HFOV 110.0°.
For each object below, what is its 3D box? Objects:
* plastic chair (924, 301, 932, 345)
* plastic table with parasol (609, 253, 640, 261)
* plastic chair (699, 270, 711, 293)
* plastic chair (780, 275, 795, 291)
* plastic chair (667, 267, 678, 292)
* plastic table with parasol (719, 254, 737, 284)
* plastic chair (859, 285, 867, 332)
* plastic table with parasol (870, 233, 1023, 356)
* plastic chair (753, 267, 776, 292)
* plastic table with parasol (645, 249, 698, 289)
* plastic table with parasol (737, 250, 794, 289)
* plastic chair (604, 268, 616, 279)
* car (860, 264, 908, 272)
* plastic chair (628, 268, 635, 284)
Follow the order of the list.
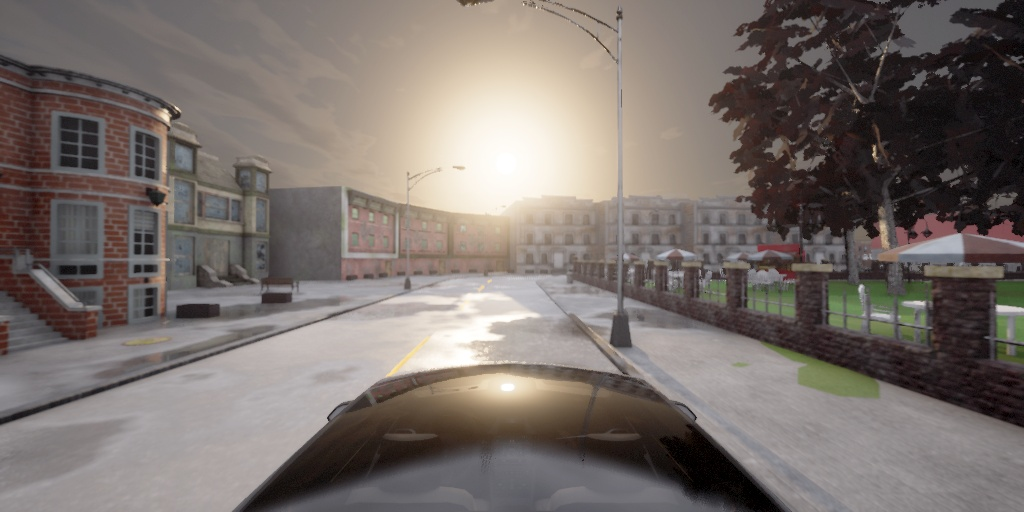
[{"bbox_3d":[8.613,1.352,6.951,0.730,1.272,0.750,0,0,-40],"label":"plastic chair"},{"bbox_3d":[9.262,1.005,29.479,2.482,2.480,2.482,0,0,0],"label":"plastic table with parasol"},{"bbox_3d":[10.995,1.452,20.769,0.750,1.272,0.730,0,0,-32],"label":"plastic chair"},{"bbox_3d":[16.683,1.448,21.345,0.750,1.272,0.730,0,0,-38],"label":"plastic chair"},{"bbox_3d":[9.064,1.457,21.059,0.730,1.272,0.750,0,0,-40],"label":"plastic chair"},{"bbox_3d":[17.439,0.981,27.057,2.482,2.480,2.482,0,0,-40],"label":"plastic table with parasol"},{"bbox_3d":[8.908,1.354,8.701,0.750,1.272,0.730,0,0,-40],"label":"plastic chair"},{"bbox_3d":[9.644,0.758,7.694,2.482,2.480,2.482,0,0,-40],"label":"plastic table with parasol"},{"bbox_3d":[15.145,1.488,21.507,0.730,1.272,0.750,0,0,-39],"label":"plastic chair"},{"bbox_3d":[10.050,0.826,21.783,2.482,2.480,2.482,0,0,-38],"label":"plastic table with parasol"},{"bbox_3d":[15.981,0.874,22.240,2.482,2.480,2.482,0,0,-38],"label":"plastic table with parasol"},{"bbox_3d":[8.000,1.609,29.570,0.730,1.272,0.750,0,0,0],"label":"plastic chair"},{"bbox_3d":[44.424,1.655,42.790,4.892,1.490,1.837,0,-1,0],"label":"car"},{"bbox_3d":[9.332,1.594,28.151,0.750,1.272,0.730,0,0,5],"label":"plastic chair"}]
